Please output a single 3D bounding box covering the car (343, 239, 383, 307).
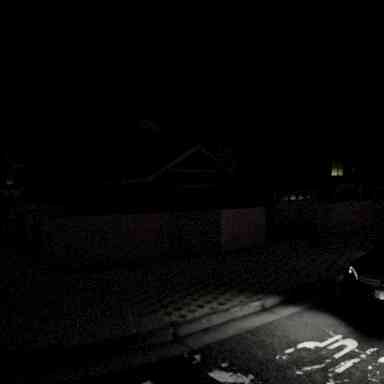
[{"bbox_3d":[5.016,1.432,6.940,4.674,1.442,1.812,-1,1,-38],"label":"car"}]
